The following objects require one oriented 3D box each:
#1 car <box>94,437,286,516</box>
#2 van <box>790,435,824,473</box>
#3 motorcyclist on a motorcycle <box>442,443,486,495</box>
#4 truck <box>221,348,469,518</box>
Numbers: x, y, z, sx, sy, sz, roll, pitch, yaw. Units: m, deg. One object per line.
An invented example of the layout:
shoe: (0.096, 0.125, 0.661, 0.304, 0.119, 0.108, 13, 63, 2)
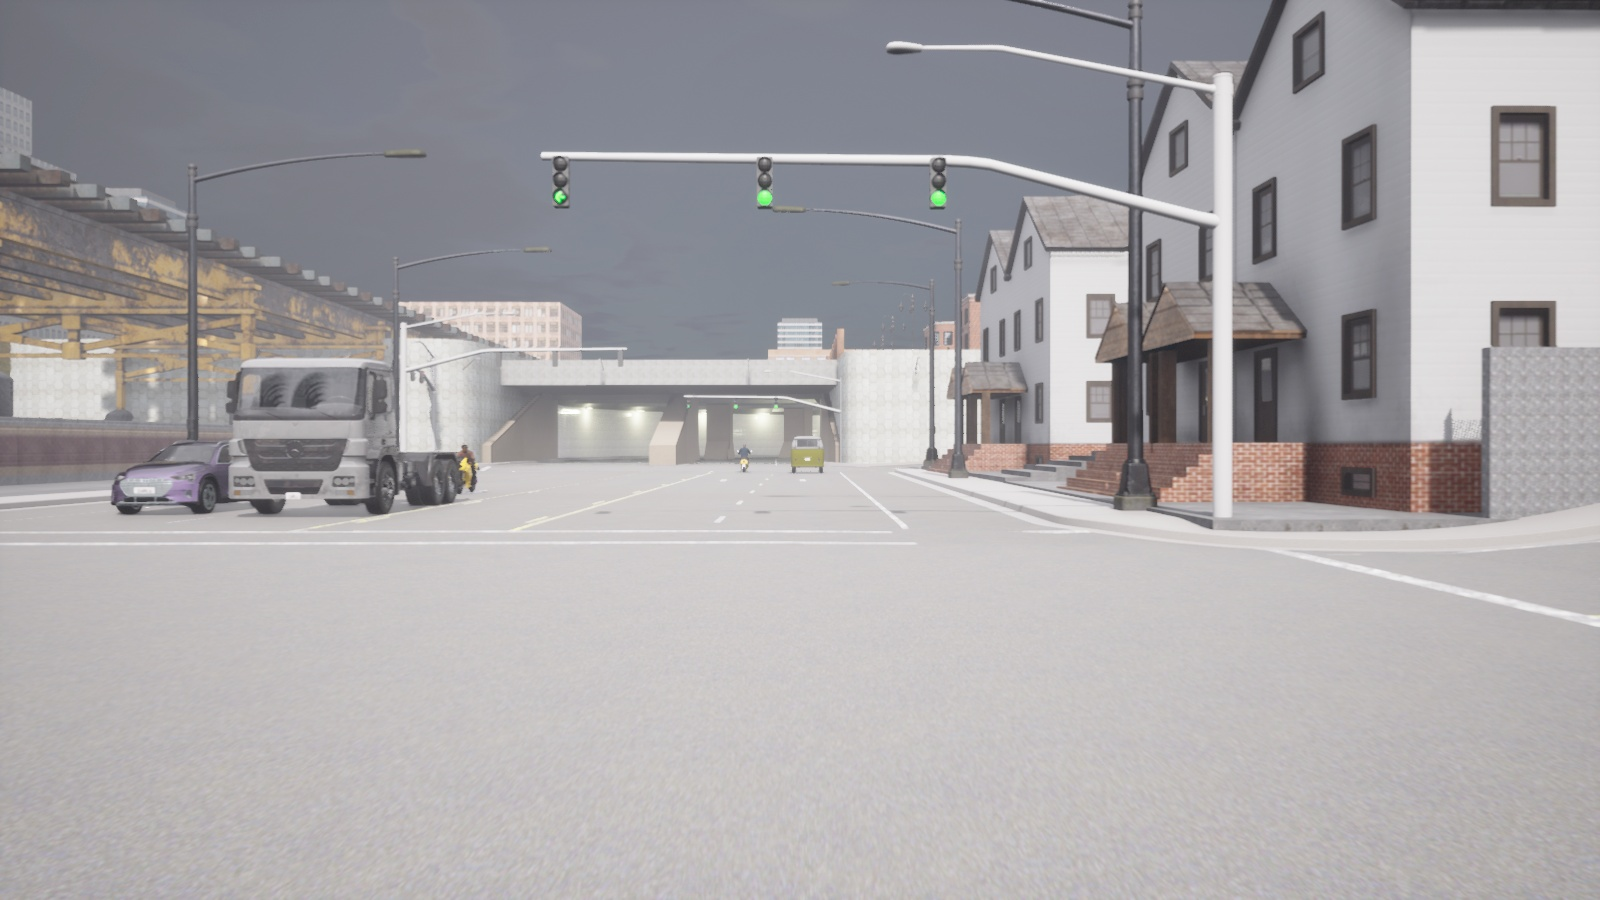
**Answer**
car: (-13.821, 0.545, 28.836, 2.033, 1.649, 4.856, 0, 0, 0)
van: (0.409, 0.230, 67.958, 1.775, 1.987, 4.442, 0, 0, 1)
motorcyclist on a motorcycle: (-10.266, 0.554, 38.472, 0.797, 1.523, 2.044, 0, 1, 0)
truck: (-10.313, -0.367, 29.533, 2.891, 3.462, 7.936, 0, 0, 0)
